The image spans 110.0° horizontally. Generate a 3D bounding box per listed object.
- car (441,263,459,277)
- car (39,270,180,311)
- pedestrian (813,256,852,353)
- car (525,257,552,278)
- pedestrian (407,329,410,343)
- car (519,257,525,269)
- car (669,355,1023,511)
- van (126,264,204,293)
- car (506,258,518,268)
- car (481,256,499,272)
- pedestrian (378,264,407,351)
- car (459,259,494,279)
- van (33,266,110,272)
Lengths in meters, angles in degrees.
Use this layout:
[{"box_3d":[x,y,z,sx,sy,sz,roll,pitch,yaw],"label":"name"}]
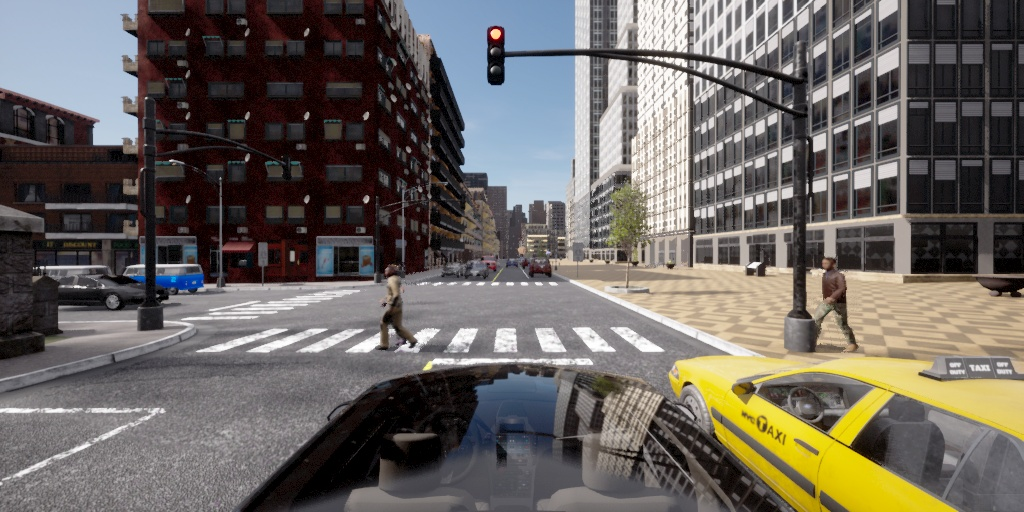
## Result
[{"box_3d":[-5.690,1.308,34.597,2.007,1.370,4.403,0,0,0],"label":"car"},{"box_3d":[-17.866,1.527,15.591,4.892,1.490,1.837,-1,0,-1],"label":"car"},{"box_3d":[6.095,0.891,6.864,0.375,1.860,0.375,0,0,0],"label":"pedestrian"},{"box_3d":[2.690,1.073,34.597,2.192,1.841,5.009,0,0,0],"label":"car"},{"box_3d":[-2.629,1.061,8.137,0.375,1.860,0.375,0,0,0],"label":"pedestrian"},{"box_3d":[2.691,1.097,56.702,2.192,1.841,5.009,0,0,0],"label":"car"},{"box_3d":[2.689,1.275,2.354,1.751,1.417,4.829,0,0,0],"label":"car"},{"box_3d":[-20.767,1.390,21.357,3.998,1.789,1.690,0,0,-1],"label":"van"},{"box_3d":[0.001,1.145,63.760,2.097,1.767,4.553,0,0,0],"label":"car"},{"box_3d":[-3.084,0.988,46.091,2.150,2.045,5.566,0,0,-1],"label":"car"},{"box_3d":[-2.519,1.053,7.561,0.375,1.860,0.375,0,0,0],"label":"pedestrian"},{"box_3d":[-3.095,1.248,32.198,2.128,1.511,4.902,0,0,0],"label":"car"},{"box_3d":[-26.305,1.480,21.307,3.998,1.789,1.690,0,0,-1],"label":"van"}]
